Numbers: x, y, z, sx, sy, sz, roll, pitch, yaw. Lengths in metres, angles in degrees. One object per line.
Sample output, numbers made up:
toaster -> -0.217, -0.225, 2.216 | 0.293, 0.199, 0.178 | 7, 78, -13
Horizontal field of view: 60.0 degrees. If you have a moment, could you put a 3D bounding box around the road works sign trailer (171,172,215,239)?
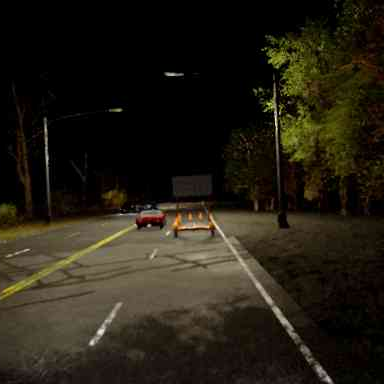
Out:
road works sign trailer -> 0.064, 0.702, 19.129 | 2.380, 3.560, 2.880 | -3, 0, 1

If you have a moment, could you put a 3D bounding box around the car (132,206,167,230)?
car -> -2.971, 2.024, 25.174 | 1.895, 1.301, 4.718 | -3, 0, 0

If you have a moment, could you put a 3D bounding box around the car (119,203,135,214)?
car -> -9.401, 2.364, 49.203 | 1.837, 1.490, 4.892 | -3, 0, 1

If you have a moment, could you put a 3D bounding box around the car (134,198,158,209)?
car -> -6.200, 1.928, 47.190 | 2.150, 2.045, 5.566 | -3, 0, 1
